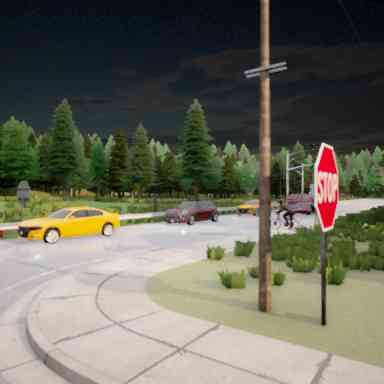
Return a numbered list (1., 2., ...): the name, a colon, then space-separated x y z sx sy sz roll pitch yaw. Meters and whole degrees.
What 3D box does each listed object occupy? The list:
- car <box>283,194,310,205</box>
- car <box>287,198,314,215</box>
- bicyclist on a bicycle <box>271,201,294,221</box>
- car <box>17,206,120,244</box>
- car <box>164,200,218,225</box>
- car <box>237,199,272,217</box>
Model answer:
1. car: 13.408 1.228 42.169 2.150 2.045 5.566 0 0 37
2. car: 11.478 1.571 33.422 1.994 1.385 4.181 0 0 36
3. bicyclist on a bicycle: 5.092 1.305 18.421 1.656 1.620 0.582 0 0 36
4. car: -5.822 1.487 16.245 1.882 1.535 5.008 0 0 36
5. car: 0.009 1.362 24.133 2.097 1.767 4.553 0 0 36
6. car: 6.139 1.487 32.413 1.882 1.535 5.008 0 0 37
